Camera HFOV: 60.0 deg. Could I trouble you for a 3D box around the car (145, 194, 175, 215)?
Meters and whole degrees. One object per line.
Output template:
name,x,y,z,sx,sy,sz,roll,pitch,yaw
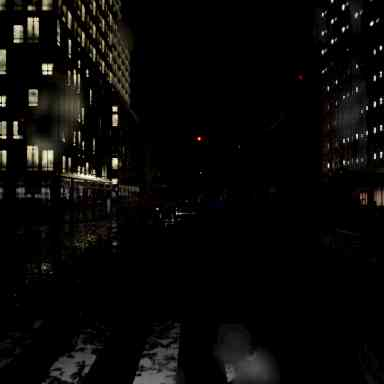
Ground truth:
car,-3.182,1.222,33.613,2.150,2.045,5.566,0,0,0

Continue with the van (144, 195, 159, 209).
van,-5.702,1.341,47.037,1.690,1.788,3.998,0,0,0

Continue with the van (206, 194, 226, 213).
van,2.735,1.341,35.919,1.690,1.788,3.998,0,0,0

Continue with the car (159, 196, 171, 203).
car,-5.589,1.548,69.193,2.008,1.369,4.403,0,0,0

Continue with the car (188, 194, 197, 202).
car,0.118,1.352,72.843,2.097,1.767,4.553,0,0,0

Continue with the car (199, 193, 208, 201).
car,2.879,1.310,85.769,2.192,1.841,5.009,0,0,0

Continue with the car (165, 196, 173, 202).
car,-5.531,1.578,80.273,1.802,1.307,4.206,0,0,0

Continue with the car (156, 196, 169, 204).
car,-5.617,1.564,63.655,1.947,1.339,4.313,0,0,0

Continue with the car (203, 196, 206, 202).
car,2.672,1.544,41.458,1.887,1.381,4.507,0,0,0

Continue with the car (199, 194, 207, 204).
car,2.764,1.313,63.612,2.192,1.841,5.009,0,0,0

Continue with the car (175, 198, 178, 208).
car,-3.131,1.525,43.391,1.812,1.442,4.674,0,0,0

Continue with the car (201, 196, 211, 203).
car,2.792,1.542,69.151,1.887,1.381,4.507,0,0,0

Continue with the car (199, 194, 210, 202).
car,2.821,1.312,74.691,2.192,1.841,5.009,0,0,0
